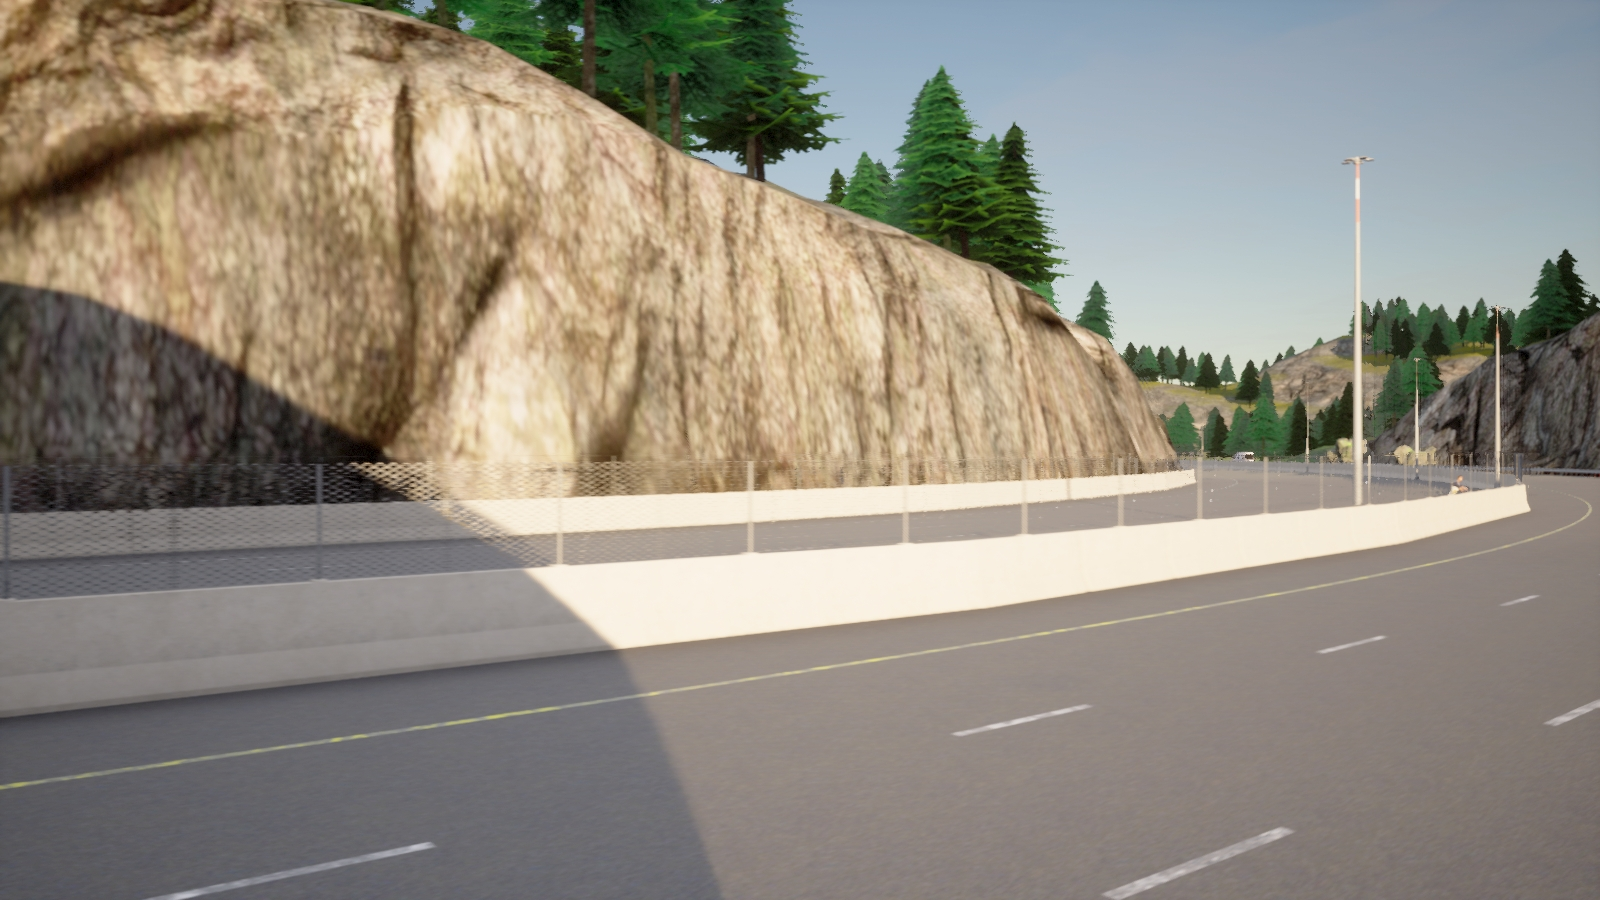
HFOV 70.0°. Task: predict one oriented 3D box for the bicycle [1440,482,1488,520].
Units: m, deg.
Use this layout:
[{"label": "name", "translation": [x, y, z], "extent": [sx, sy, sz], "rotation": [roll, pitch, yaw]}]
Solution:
[{"label": "bicycle", "translation": [27.153, 2.074, 46.740], "extent": [1.643, 1.514, 0.373], "rotation": [-2, -4, 43]}]
